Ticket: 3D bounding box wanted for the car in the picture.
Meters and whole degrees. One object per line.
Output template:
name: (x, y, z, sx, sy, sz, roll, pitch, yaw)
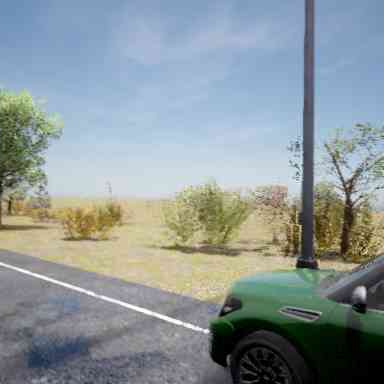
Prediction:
car: (2.778, 1.421, 3.155, 5.566, 2.045, 2.150, -1, -3, 41)
